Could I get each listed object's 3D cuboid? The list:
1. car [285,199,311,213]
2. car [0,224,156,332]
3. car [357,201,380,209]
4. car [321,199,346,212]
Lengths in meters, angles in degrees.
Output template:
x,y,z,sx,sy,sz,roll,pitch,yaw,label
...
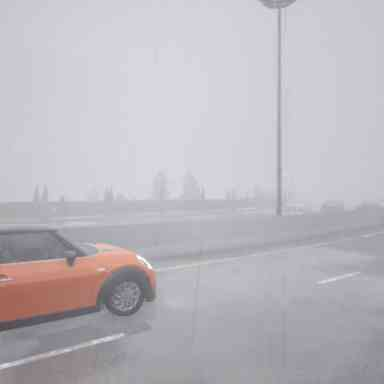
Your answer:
x,y,z,sx,sy,sz,roll,pitch,yaw,label
12.753,1.622,39.629,1.812,1.442,4.674,0,0,37,car
-2.903,1.355,5.977,4.553,1.767,2.097,0,0,-36,car
20.005,1.711,37.641,1.895,1.301,4.718,0,0,35,car
16.552,1.582,38.890,1.882,1.535,5.008,0,0,36,car
